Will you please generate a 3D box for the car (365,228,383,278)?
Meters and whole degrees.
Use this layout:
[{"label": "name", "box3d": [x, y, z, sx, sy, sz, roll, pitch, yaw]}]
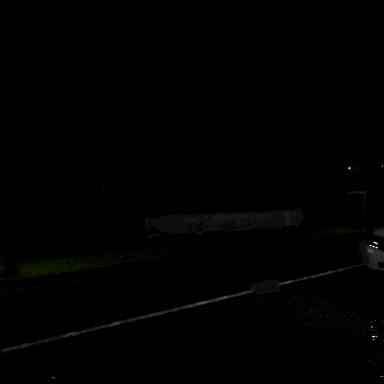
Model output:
[{"label": "car", "box3d": [6.980, 1.234, 8.988, 5.566, 2.045, 2.150, 0, 0, -35]}]
